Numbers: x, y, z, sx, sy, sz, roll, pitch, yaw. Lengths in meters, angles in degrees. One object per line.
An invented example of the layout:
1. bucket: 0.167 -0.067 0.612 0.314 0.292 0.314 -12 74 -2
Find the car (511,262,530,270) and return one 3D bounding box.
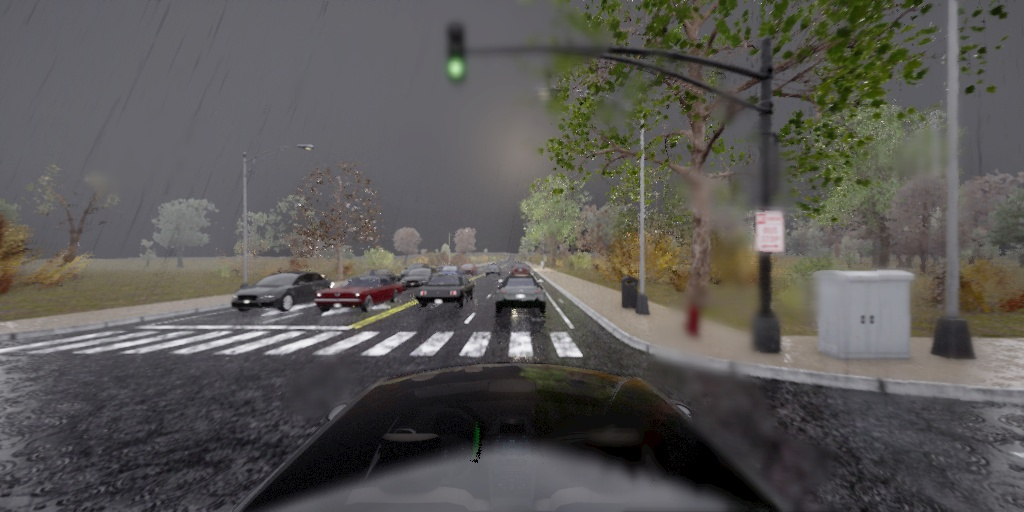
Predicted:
1. car: 0.971 1.506 40.425 2.097 1.767 4.553 0 -1 1

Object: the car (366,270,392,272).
1. car: -9.335 1.623 24.685 1.895 1.301 4.718 0 -1 2

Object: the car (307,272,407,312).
1. car: -6.314 1.524 15.303 1.895 1.301 4.718 0 -1 2

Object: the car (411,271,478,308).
1. car: -2.860 1.529 16.465 1.895 1.301 4.718 0 -1 1

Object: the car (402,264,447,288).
1. car: -6.091 1.519 24.533 1.837 1.490 4.892 0 -1 2

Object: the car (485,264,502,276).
1. car: -2.269 1.750 44.978 2.033 1.411 5.357 0 -1 1

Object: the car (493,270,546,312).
1. car: 0.364 1.474 15.212 1.994 1.385 4.181 0 -1 1

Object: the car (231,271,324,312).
1. car: -9.561 1.436 15.453 1.837 1.490 4.892 0 -1 2

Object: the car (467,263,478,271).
1. car: -5.553 1.692 45.639 1.882 1.535 5.008 0 -1 2

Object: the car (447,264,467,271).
1. car: -5.834 1.637 34.516 1.812 1.442 4.674 0 -1 2
